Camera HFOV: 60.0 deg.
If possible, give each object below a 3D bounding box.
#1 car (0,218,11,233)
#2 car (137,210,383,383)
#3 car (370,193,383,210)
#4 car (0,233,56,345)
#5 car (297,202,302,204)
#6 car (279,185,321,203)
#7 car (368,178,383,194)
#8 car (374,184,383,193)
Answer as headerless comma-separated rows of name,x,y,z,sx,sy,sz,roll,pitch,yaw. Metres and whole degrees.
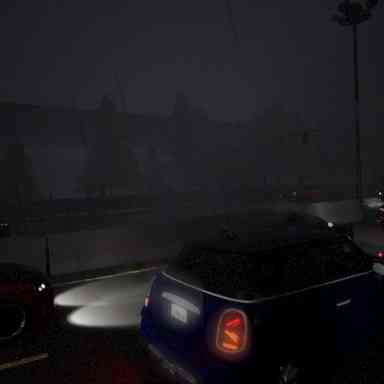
car,-10.226,1.538,13.895,4.674,1.442,1.812,0,0,-36
car,1.581,1.313,4.907,4.553,1.767,2.097,-1,1,-36
car,10.679,0.865,15.815,4.902,1.511,2.128,-4,2,-36
car,-4.314,1.565,4.975,4.181,1.385,1.994,0,0,-35
car,3.058,1.321,10.295,5.008,1.535,1.882,-3,1,-36
car,10.862,0.161,33.490,4.553,1.767,2.097,-4,2,-36
car,22.039,-0.582,37.270,5.566,2.045,2.150,-4,2,-36
car,19.305,0.120,30.966,4.718,1.301,1.895,-4,2,-36
